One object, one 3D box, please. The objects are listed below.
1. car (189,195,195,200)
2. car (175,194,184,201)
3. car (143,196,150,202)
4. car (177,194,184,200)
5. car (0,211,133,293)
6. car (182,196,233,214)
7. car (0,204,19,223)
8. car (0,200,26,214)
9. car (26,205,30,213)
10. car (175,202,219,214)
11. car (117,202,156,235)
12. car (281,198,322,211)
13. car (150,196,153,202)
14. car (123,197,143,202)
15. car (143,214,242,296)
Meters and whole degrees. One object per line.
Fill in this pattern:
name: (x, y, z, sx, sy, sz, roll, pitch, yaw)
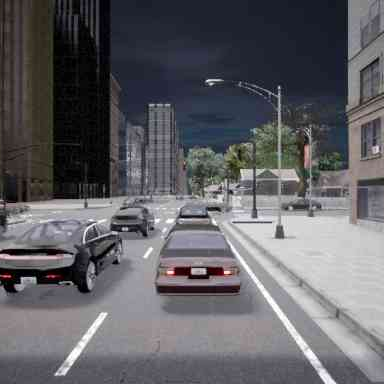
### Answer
car: (0.041, 1.552, 94.360, 1.812, 1.442, 4.674, 0, 0, 0)
car: (-3.213, 1.365, 83.919, 2.097, 1.767, 4.553, 0, 0, 0)
car: (-9.765, 1.613, 63.113, 1.895, 1.301, 4.718, 0, 0, 1)
car: (-3.209, 1.337, 93.953, 1.882, 1.535, 5.008, 0, 0, 0)
car: (-3.148, 1.494, 8.851, 2.128, 1.511, 4.902, 0, 0, 0)
car: (1.688, 1.482, 34.119, 4.902, 1.511, 2.128, 0, -1, 0)
car: (-9.807, 1.495, 14.101, 2.128, 1.511, 4.902, 0, 0, 0)
car: (-18.217, 1.484, 30.523, 4.674, 1.442, 1.812, 0, -1, 2)
car: (-19.158, 1.522, 34.171, 4.674, 1.442, 1.812, 0, -1, -6)
car: (0.106, 1.496, 17.834, 2.128, 1.511, 4.902, 0, 0, 0)
car: (-3.142, 1.509, 18.111, 1.837, 1.490, 4.892, 0, 0, 0)
car: (13.300, 1.565, 40.731, 4.892, 1.490, 1.837, 0, -1, 0)
car: (-9.718, 1.538, 73.225, 1.812, 1.442, 4.674, 0, 0, 0)
car: (-9.803, 1.502, 53.794, 2.128, 1.511, 4.902, 0, 0, 1)
car: (0.094, 1.547, 8.780, 2.033, 1.411, 5.357, 0, 0, -1)
